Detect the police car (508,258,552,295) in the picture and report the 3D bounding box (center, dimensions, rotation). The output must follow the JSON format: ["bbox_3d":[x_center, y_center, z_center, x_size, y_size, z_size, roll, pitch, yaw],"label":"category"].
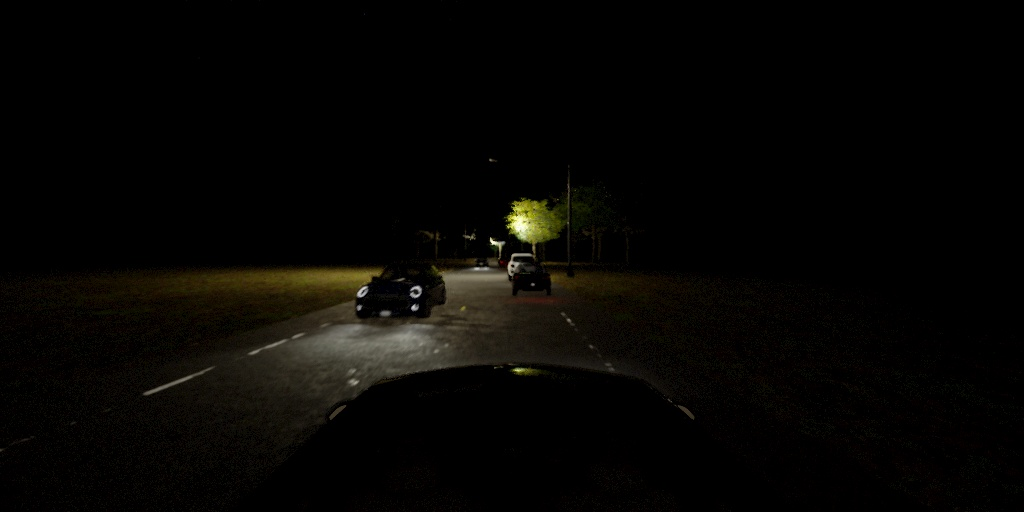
[{"bbox_3d":[0.930,1.087,19.122,1.930,1.638,5.238,0,0,-1],"label":"police car"}]

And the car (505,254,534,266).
[{"bbox_3d":[0.767,0.848,29.066,2.150,2.045,5.566,0,0,-1],"label":"car"}]

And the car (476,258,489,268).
[{"bbox_3d":[-4.618,1.028,55.823,2.128,1.511,4.902,0,0,-2],"label":"car"}]

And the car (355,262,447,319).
[{"bbox_3d":[-3.650,1.049,12.520,2.097,1.767,4.553,0,0,0],"label":"car"}]

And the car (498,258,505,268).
[{"bbox_3d":[-0.990,1.060,54.180,1.812,1.442,4.674,-1,0,-2],"label":"car"}]
